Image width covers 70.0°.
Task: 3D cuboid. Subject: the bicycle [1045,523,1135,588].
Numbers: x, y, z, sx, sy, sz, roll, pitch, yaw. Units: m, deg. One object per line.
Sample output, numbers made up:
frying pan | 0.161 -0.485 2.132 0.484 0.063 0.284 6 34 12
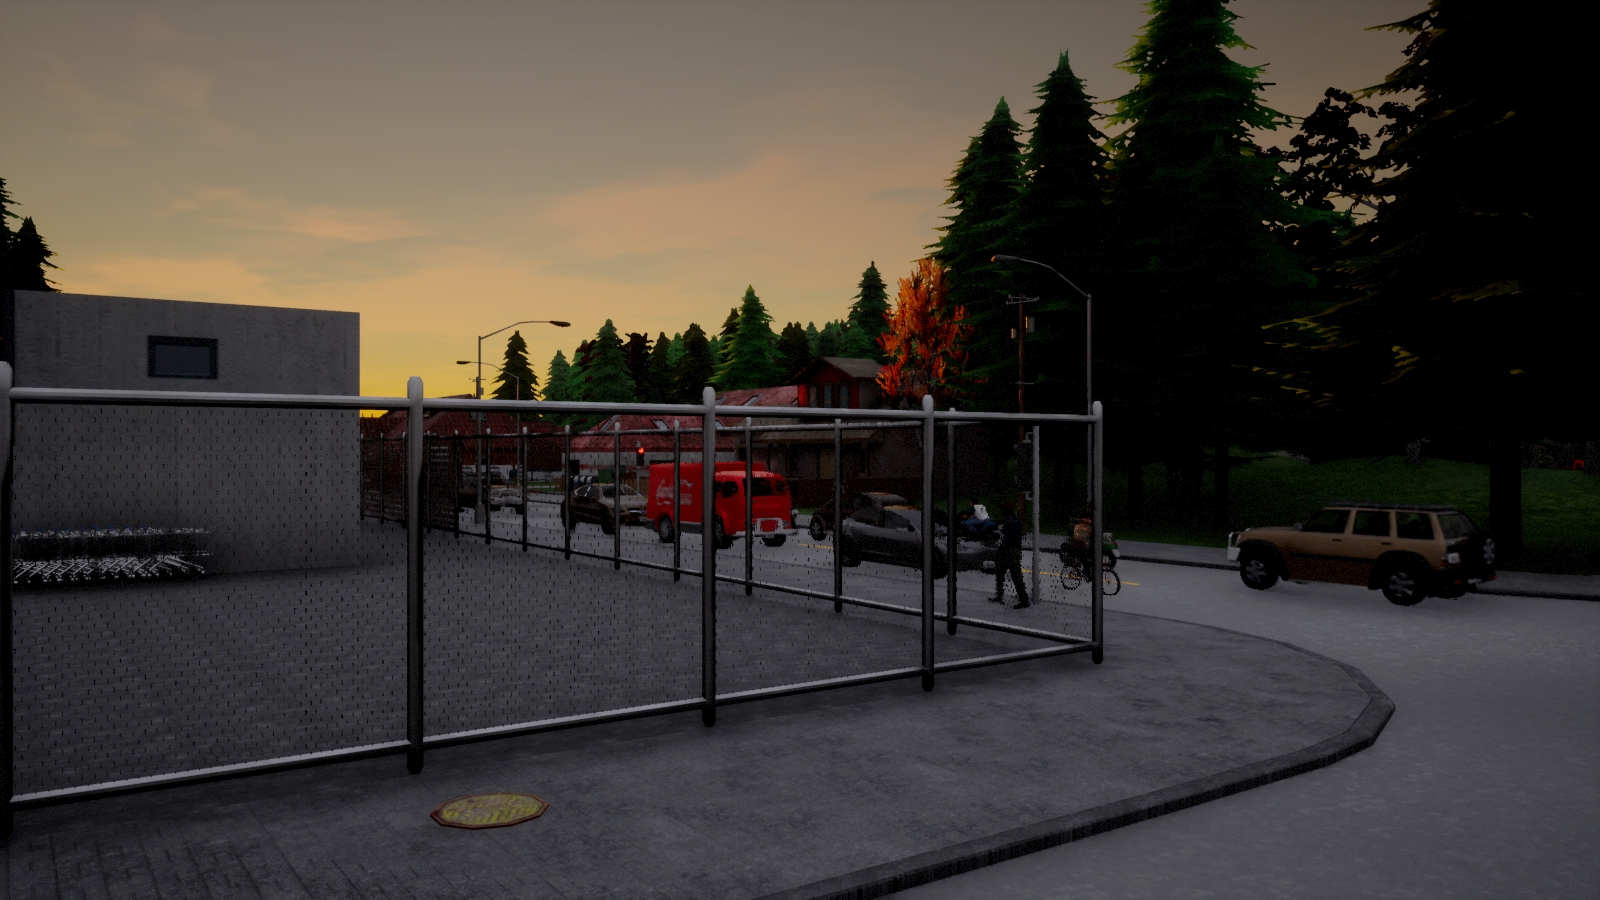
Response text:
bicycle | 5.643 2.034 22.278 0.859 1.080 1.487 0 1 -35

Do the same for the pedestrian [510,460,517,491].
pedestrian | -17.260 1.519 68.865 0.375 1.860 0.375 0 0 -9

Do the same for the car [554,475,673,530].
car | -6.576 1.769 39.829 2.152 1.651 5.027 0 0 -35

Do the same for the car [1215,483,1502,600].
car | 10.612 1.640 22.040 1.932 1.855 4.605 0 0 -36

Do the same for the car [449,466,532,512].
car | -13.551 1.641 49.868 1.932 1.855 4.605 0 0 -37

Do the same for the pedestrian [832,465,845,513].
pedestrian | 1.501 1.521 44.538 0.375 1.860 0.375 0 0 -34

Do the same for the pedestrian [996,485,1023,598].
pedestrian | 3.506 1.515 19.098 0.375 1.860 0.375 0 0 21

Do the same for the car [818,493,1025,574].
car | 2.701 1.839 26.490 2.163 1.488 4.792 0 0 -35

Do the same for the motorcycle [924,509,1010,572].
motorcycle | 3.660 1.959 25.125 0.856 1.236 1.805 0 0 -35

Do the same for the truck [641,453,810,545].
truck | -2.297 1.359 33.652 2.627 2.467 5.204 0 -1 -35

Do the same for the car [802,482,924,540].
car | 1.867 1.802 34.631 1.789 1.549 3.705 0 0 -35
